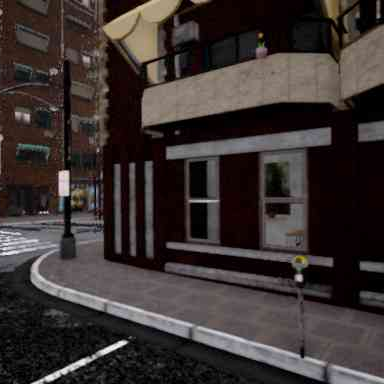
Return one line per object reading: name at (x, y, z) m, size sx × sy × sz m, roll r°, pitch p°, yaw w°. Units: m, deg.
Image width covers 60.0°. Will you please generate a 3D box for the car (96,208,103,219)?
car at (-5.960, 1.469, 27.924) m, size 1.887 × 1.381 × 4.507 m, roll -1°, pitch 0°, yaw 36°
